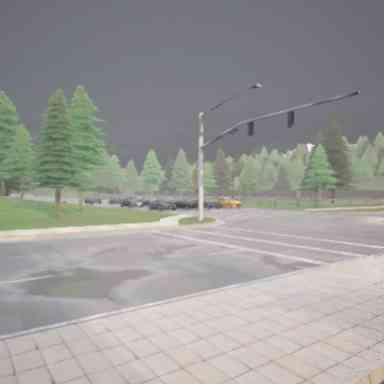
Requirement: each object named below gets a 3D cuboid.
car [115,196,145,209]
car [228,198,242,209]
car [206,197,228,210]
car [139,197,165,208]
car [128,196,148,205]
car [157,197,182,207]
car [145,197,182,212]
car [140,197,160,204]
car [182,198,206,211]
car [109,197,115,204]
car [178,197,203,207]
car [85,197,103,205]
[{"bbox_3d":[-8.558,1.513,47.152,2.128,1.511,4.902,0,0,-35],"label":"car"},{"bbox_3d":[4.880,1.511,46.274,1.882,1.535,5.008,0,0,-35],"label":"car"},{"bbox_3d":[1.913,1.577,44.406,2.033,1.411,5.357,0,0,-35],"label":"car"},{"bbox_3d":[-5.971,1.551,49.566,1.812,1.442,4.674,0,0,-35],"label":"car"},{"bbox_3d":[-9.989,1.556,61.485,1.812,1.442,4.674,0,0,-34],"label":"car"},{"bbox_3d":[-3.587,1.555,52.263,1.812,1.442,4.674,0,0,-35],"label":"car"},{"bbox_3d":[-3.529,1.586,39.973,1.994,1.385,4.181,0,0,-35],"label":"car"},{"bbox_3d":[-8.245,1.634,65.155,1.895,1.301,4.718,0,0,-35],"label":"car"},{"bbox_3d":[-0.771,1.627,42.136,1.895,1.301,4.718,0,0,-35],"label":"car"},{"bbox_3d":[-13.423,1.589,60.250,1.994,1.385,4.181,0,0,-36],"label":"car"},{"bbox_3d":[-0.283,1.597,53.630,1.994,1.385,4.181,0,0,-36],"label":"car"},{"bbox_3d":[-18.013,1.569,60.735,2.033,1.411,5.357,0,0,-34],"label":"car"}]
